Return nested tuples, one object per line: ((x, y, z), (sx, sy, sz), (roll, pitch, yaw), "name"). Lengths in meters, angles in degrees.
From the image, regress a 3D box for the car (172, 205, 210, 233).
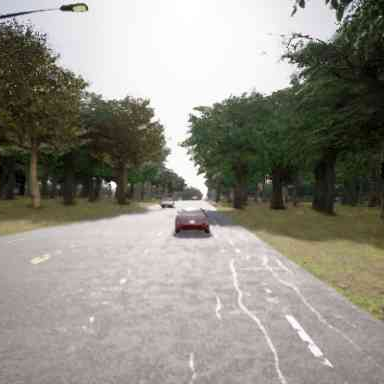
((0.011, 1.594, 20.073), (1.994, 1.385, 4.181), (0, 0, 0), "car")

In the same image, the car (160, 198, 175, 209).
((-3.455, 1.630, 47.947), (2.033, 1.411, 5.357), (0, 0, 1), "car")
